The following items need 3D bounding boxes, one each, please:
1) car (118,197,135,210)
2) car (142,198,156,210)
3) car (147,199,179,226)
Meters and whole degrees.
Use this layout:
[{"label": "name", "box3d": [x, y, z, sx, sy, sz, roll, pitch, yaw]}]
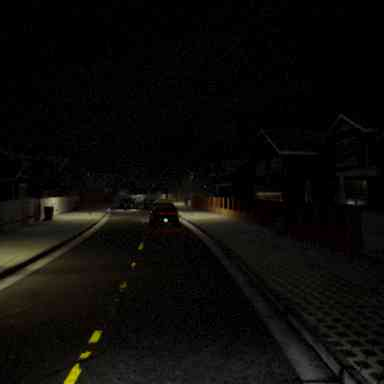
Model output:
[{"label": "car", "box3d": [-8.297, 1.447, 42.745, 1.837, 1.490, 4.892, 0, 0, -6]}, {"label": "car", "box3d": [-5.225, 1.434, 41.738, 2.128, 1.511, 4.902, 0, 0, -8]}, {"label": "car", "box3d": [-1.964, 1.486, 23.068, 1.837, 1.490, 4.892, 0, 0, -8]}]
